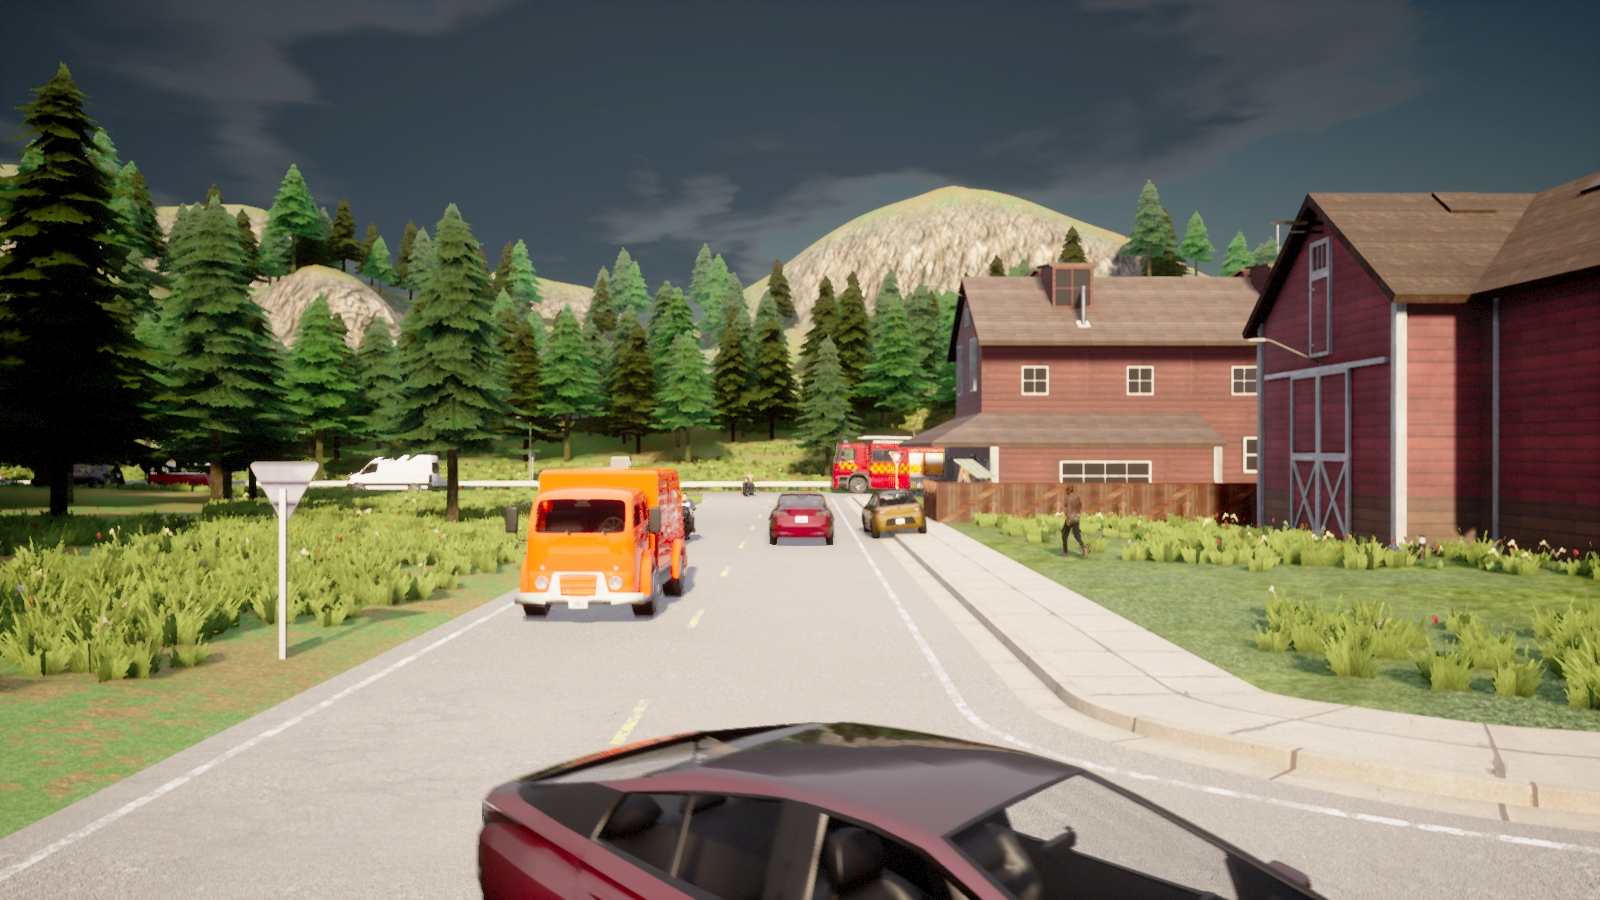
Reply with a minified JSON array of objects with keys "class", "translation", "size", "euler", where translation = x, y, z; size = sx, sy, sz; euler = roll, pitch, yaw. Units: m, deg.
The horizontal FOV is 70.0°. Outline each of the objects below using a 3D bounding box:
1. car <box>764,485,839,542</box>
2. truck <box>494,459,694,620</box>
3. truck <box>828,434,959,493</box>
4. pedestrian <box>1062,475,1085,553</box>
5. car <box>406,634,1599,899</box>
[{"class":"car","translation":[0.051,1.919,35.529],"size":[2.163,1.488,4.792],"euler":[0,0,0]},{"class":"truck","translation":[-3.470,1.420,20.474],"size":[2.627,2.467,5.204],"euler":[0,0,0]},{"class":"truck","translation":[6.141,0.878,76.228],"size":[8.468,3.827,2.891],"euler":[0,0,0]},{"class":"pedestrian","translation":[6.658,1.548,27.826],"size":[0.375,1.860,0.375],"euler":[0,0,-32]},{"class":"car","translation":[0.591,1.855,4.467],"size":[4.514,1.525,2.007],"euler":[0,1,41]}]
